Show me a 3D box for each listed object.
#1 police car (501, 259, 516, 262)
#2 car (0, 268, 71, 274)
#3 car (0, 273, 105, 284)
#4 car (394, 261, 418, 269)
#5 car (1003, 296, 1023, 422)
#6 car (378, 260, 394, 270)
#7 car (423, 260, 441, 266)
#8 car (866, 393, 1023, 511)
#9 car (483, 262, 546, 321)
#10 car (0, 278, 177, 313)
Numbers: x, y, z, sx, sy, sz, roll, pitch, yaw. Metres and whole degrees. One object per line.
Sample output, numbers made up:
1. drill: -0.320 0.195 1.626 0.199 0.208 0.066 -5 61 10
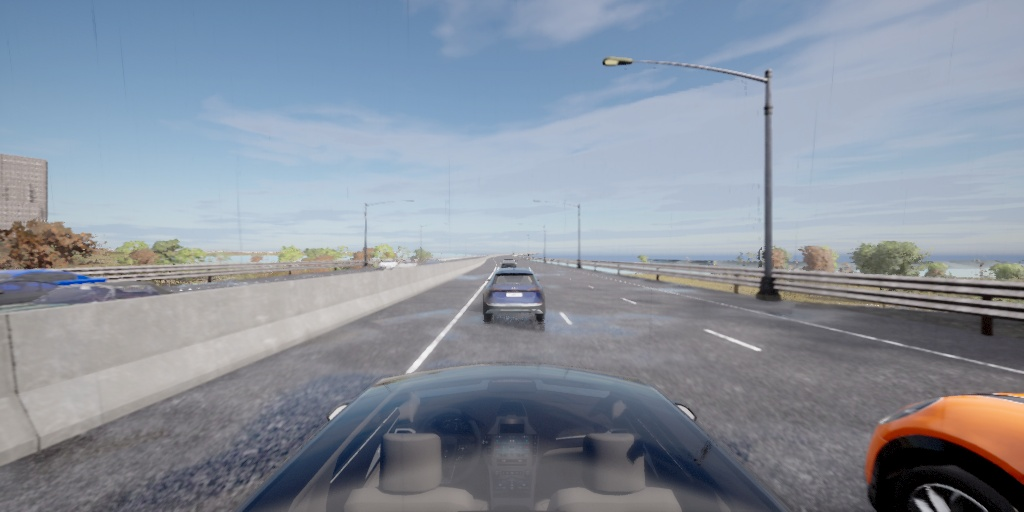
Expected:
1. police car: -0.413 1.161 43.716 1.930 1.638 5.238 0 0 -1
2. car: -17.645 1.233 12.709 1.882 1.535 5.008 0 0 0
3. car: -14.128 1.318 9.650 1.994 1.385 4.181 0 0 0
4. car: -14.772 1.336 50.959 1.895 1.301 4.718 0 0 -1
5. car: 7.092 1.253 2.060 1.837 1.490 4.892 0 0 0
6. car: -18.333 1.260 53.240 1.812 1.442 4.674 0 0 -1
7. car: -11.272 1.281 51.171 2.033 1.411 5.357 0 0 -1
8. car: 3.590 1.100 0.653 2.097 1.767 4.553 0 0 0
9. car: 0.056 1.179 12.529 2.033 1.649 4.856 0 0 0
10. car: -10.622 1.354 9.064 1.895 1.301 4.718 0 0 0
